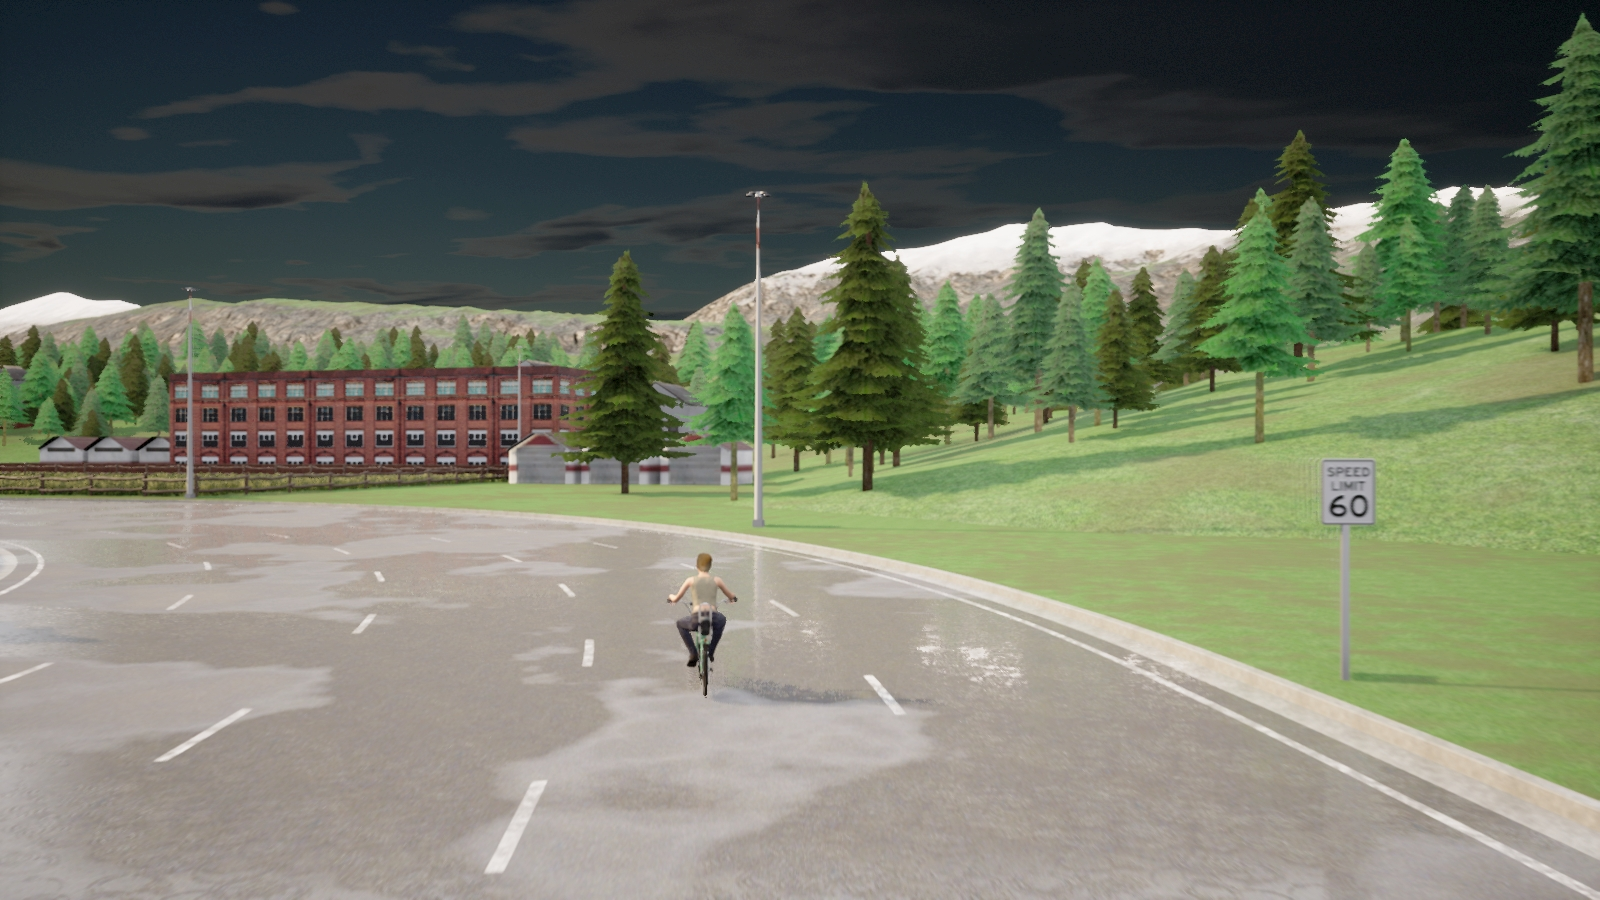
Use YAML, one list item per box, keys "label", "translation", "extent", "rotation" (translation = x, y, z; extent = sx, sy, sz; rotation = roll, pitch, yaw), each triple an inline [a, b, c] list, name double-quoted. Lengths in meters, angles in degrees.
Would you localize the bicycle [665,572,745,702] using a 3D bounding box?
- label: "bicycle"
  translation: [-1.141, 2.165, 13.482]
  extent: [0.859, 1.276, 1.487]
  rotation: [0, 0, -8]
